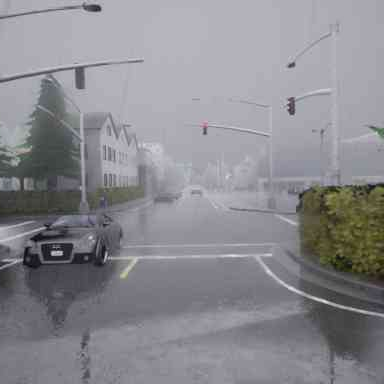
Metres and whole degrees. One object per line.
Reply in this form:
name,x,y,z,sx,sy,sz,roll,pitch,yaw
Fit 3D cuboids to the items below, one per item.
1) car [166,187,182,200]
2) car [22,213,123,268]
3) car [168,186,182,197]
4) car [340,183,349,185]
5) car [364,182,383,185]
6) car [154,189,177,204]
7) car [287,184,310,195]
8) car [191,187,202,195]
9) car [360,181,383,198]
car,-2.939,0.146,46.026,2.097,1.767,4.553,-1,1,1
car,-3.395,1.339,10.205,1.994,1.385,4.181,-1,0,-2
car,-2.816,-0.111,55.757,2.097,1.767,4.553,-1,1,1
car,26.268,-0.830,58.648,2.152,1.636,5.027,-1,1,1
car,19.560,-0.102,33.480,1.905,1.878,3.866,-1,1,1
car,-3.088,0.632,37.059,1.895,1.301,4.718,-1,1,1
car,16.112,-0.274,51.401,2.007,1.523,4.514,-1,1,1
car,0.821,-0.146,60.690,1.812,1.442,4.674,-1,1,1
car,22.935,-0.360,41.307,1.932,1.855,4.605,-1,1,1
